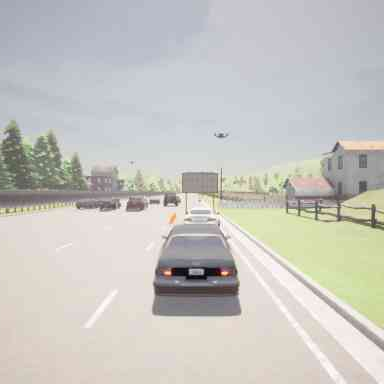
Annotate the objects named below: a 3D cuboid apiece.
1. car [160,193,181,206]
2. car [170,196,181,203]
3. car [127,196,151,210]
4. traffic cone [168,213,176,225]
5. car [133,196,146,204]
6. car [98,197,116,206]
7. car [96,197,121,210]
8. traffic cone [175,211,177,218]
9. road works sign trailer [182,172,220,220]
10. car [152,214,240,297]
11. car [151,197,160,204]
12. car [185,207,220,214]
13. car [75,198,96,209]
[{"bbox_3d":[-3.339,1.220,53.296,2.150,2.045,5.566,0,0,0],"label":"car"},{"bbox_3d":[-3.322,1.563,68.511,1.994,1.385,4.181,0,0,0],"label":"car"},{"bbox_3d":[-6.852,1.352,42.005,2.097,1.767,4.553,0,0,0],"label":"car"},{"bbox_3d":[-1.461,1.955,23.116,0.340,0.580,0.340,0,0,0],"label":"traffic cone"},{"bbox_3d":[-10.325,1.561,65.466,1.994,1.385,4.181,0,0,0],"label":"car"},{"bbox_3d":[-13.837,1.563,54.377,1.994,1.385,4.181,0,0,0],"label":"car"},{"bbox_3d":[-10.351,1.525,42.337,1.812,1.442,4.674,0,0,0],"label":"car"},{"bbox_3d":[-1.459,1.955,25.116,0.340,0.580,0.340,0,0,0],"label":"traffic cone"},{"bbox_3d":[0.512,0.464,22.038,2.380,3.560,2.880,0,0,-4],"label":"road works sign trailer"},{"bbox_3d":[0.107,1.547,8.760,2.033,1.411,5.357,0,0,1],"label":"car"},{"bbox_3d":[-6.830,1.600,60.811,1.895,1.301,4.718,0,0,0],"label":"car"},{"bbox_3d":[0.566,1.538,18.425,1.812,1.442,4.674,0,-1,5],"label":"car"},{"bbox_3d":[-13.830,1.547,44.163,2.033,1.411,5.357,0,0,-1],"label":"car"}]
